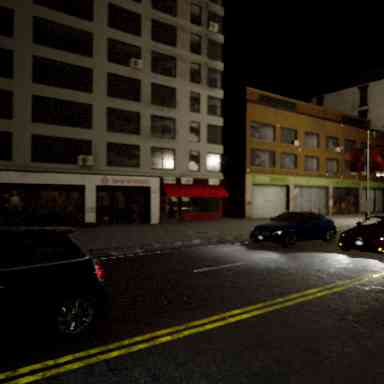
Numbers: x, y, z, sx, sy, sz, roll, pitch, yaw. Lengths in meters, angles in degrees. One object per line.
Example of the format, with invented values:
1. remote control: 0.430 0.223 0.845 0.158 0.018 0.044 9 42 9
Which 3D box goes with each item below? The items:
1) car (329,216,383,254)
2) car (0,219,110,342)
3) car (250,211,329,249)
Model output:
1. car: 7.630 1.656 13.123 4.181 1.385 1.994 0 0 -36
2. car: -3.673 1.350 4.966 4.553 1.767 2.097 0 0 -35
3. car: 4.704 1.611 15.027 4.674 1.442 1.812 0 0 -36
